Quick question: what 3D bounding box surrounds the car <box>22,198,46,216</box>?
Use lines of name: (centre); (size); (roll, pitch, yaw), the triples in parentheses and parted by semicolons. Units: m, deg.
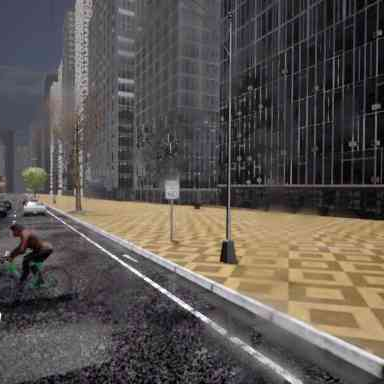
car: (-15.479, 1.584, 32.652); (1.895, 1.301, 4.718); (0, 0, -27)

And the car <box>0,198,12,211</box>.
car: (-23.795, 1.542, 41.734); (1.994, 1.385, 4.181); (0, 0, -27)

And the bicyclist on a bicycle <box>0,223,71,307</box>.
bicyclist on a bicycle: (-3.321, 1.448, 6.709); (1.656, 1.620, 0.582); (-2, 1, -27)

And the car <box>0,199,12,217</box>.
car: (-18.142, 1.531, 30.895); (2.033, 1.411, 5.357); (0, 0, -28)
